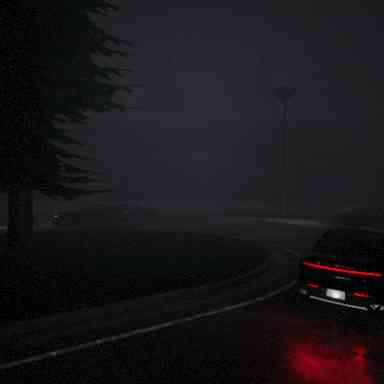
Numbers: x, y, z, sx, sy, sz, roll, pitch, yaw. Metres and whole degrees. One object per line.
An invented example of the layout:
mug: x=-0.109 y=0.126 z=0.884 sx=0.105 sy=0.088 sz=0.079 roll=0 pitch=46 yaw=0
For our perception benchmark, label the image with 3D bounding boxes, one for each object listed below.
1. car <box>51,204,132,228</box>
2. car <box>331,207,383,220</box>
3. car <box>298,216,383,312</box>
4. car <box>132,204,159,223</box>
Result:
car: x=-6.655 y=1.555 z=22.024 sx=4.902 sy=1.511 sz=2.128 roll=0 pitch=-1 yaw=-11
car: x=10.708 y=1.673 z=20.238 sx=2.128 sy=1.511 sz=4.902 roll=1 pitch=0 yaw=-24
car: x=4.057 y=1.575 z=7.783 sx=1.837 sy=1.490 sz=4.892 roll=2 pitch=1 yaw=38
car: x=-5.254 y=1.643 z=26.044 sx=5.357 sy=1.411 sz=2.033 roll=0 pitch=0 yaw=-5
